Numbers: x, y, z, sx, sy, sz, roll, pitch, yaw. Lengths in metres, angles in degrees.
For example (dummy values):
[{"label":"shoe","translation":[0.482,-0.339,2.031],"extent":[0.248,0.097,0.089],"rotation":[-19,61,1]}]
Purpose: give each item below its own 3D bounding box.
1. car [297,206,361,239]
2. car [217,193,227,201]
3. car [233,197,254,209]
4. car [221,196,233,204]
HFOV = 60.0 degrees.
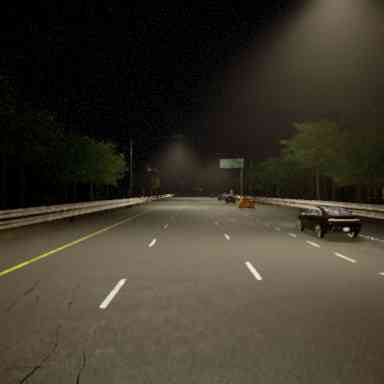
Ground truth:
[{"label":"car","translation":[7.016,1.502,17.531],"extent":[2.128,1.511,4.902],"rotation":[0,0,0]},{"label":"car","translation":[7.386,1.626,84.844],"extent":[1.895,1.301,4.718],"rotation":[0,0,0]},{"label":"car","translation":[7.108,1.524,44.814],"extent":[1.882,1.535,5.008],"rotation":[0,0,0]},{"label":"car","translation":[7.217,1.548,63.765],"extent":[1.837,1.490,4.892],"rotation":[0,0,0]}]
